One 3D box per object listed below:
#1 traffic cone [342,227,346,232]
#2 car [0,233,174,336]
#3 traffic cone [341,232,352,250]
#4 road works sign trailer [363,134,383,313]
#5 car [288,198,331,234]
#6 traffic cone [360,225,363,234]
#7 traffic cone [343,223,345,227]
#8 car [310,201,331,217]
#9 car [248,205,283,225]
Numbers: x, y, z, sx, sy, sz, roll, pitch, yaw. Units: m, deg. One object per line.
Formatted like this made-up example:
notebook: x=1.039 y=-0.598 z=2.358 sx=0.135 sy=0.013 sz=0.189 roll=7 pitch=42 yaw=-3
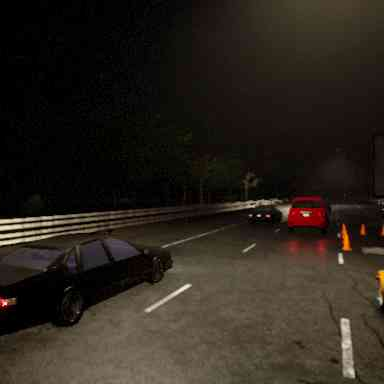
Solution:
traffic cone: x=7.156 y=2.069 z=15.489 sx=0.340 sy=0.580 sz=0.340 roll=0 pitch=0 yaw=23
car: x=-2.329 y=1.610 z=7.221 sx=2.033 sy=1.411 sz=5.357 roll=0 pitch=-1 yaw=23
traffic cone: x=6.360 y=2.056 z=13.654 sx=0.340 sy=0.580 sz=0.340 roll=0 pitch=0 yaw=23
road works sign trailer: x=4.939 y=0.511 z=6.652 sx=2.380 sy=3.560 sz=2.880 roll=0 pitch=0 yaw=23
car: x=7.396 y=1.379 z=20.899 sx=2.150 sy=2.045 sz=5.566 roll=0 pitch=0 yaw=23
traffic cone: x=9.664 y=2.090 z=18.761 sx=0.340 sy=0.580 sz=0.340 roll=0 pitch=0 yaw=23
traffic cone: x=7.951 y=2.082 z=17.324 sx=0.340 sy=0.580 sz=0.340 roll=0 pitch=0 yaw=23
car: x=13.849 y=1.736 z=35.748 sx=1.882 sy=1.535 sz=5.008 roll=0 pitch=0 yaw=23
car: x=5.766 y=1.745 z=25.898 sx=2.033 sy=1.411 sz=5.357 roll=0 pitch=0 yaw=23
